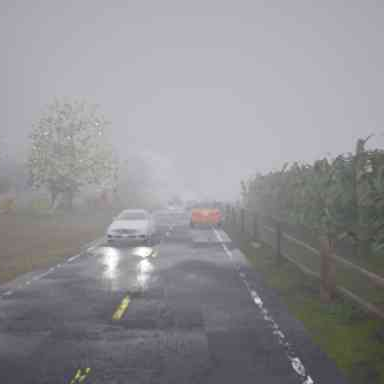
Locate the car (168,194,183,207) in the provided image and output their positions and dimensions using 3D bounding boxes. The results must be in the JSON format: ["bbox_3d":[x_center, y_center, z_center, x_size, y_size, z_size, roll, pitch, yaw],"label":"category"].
[{"bbox_3d":[-2.766,1.398,56.983,2.150,2.045,5.566,0,0,1],"label":"car"}]

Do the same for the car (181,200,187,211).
[{"bbox_3d":[0.039,1.690,42.755,2.033,1.411,5.357,0,0,0],"label":"car"}]

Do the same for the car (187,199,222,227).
[{"bbox_3d":[0.916,1.440,23.621,2.097,1.767,4.553,0,0,1],"label":"car"}]

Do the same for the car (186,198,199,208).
[{"bbox_3d":[0.036,1.732,53.048,1.994,1.385,4.181,0,0,0],"label":"car"}]

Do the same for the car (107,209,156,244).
[{"bbox_3d":[-2.839,1.591,16.446,1.812,1.442,4.674,0,0,0],"label":"car"}]
